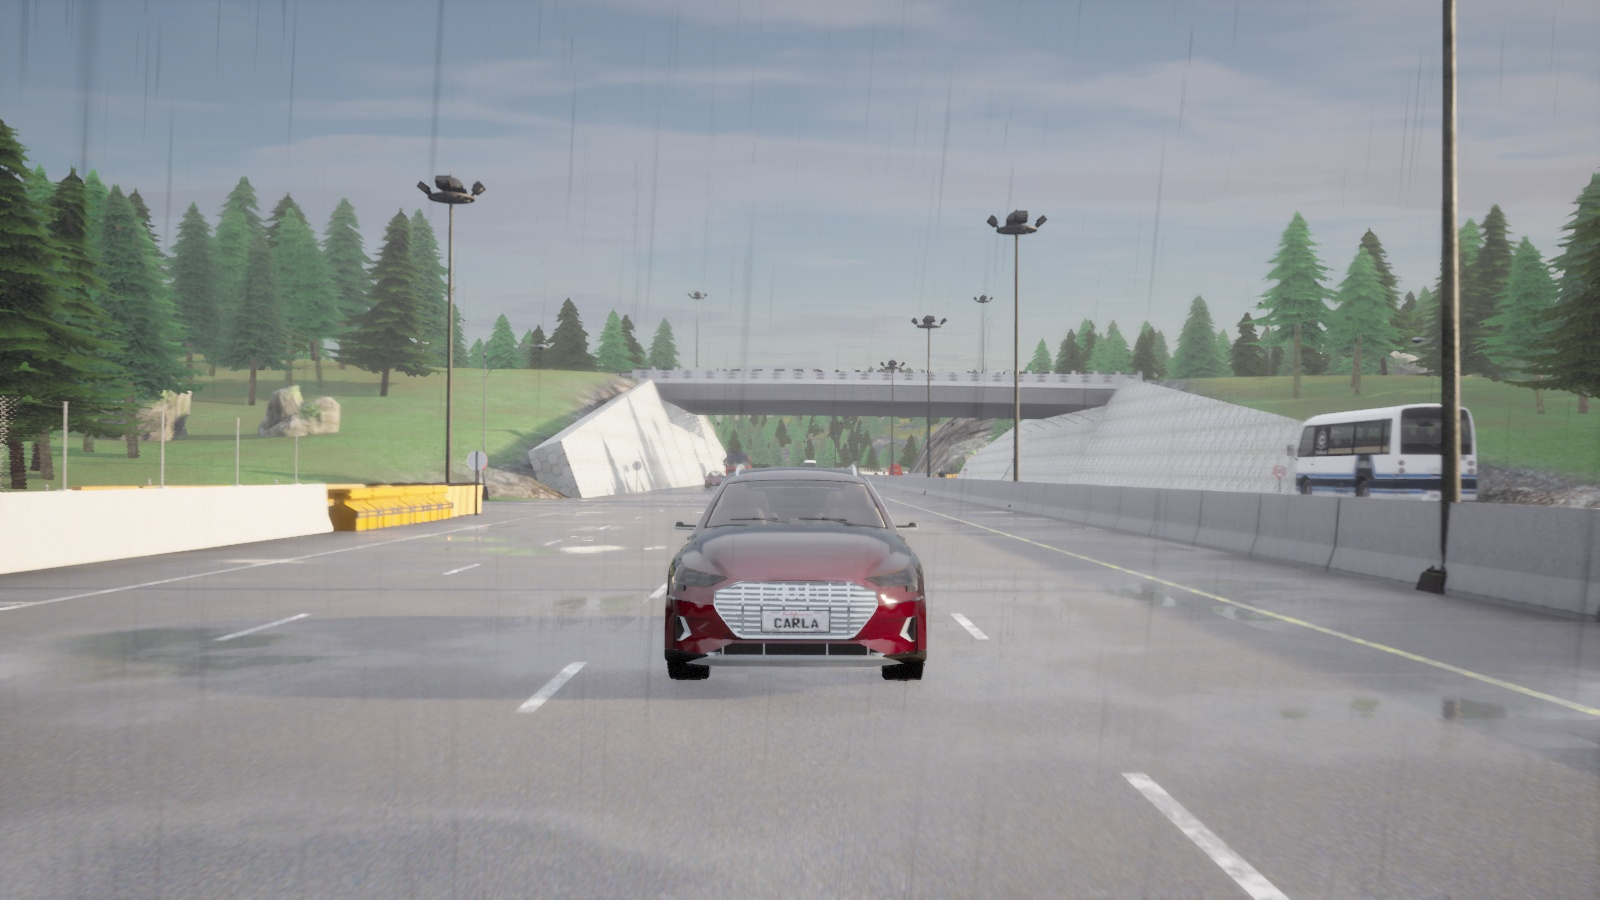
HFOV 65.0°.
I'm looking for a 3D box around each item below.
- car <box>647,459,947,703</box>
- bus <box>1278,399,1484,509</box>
[{"bbox_3d":[-0.027,0.928,10.967,2.033,1.649,4.856,0,-1,0],"label":"car"},{"bbox_3d":[24.364,0.238,53.580,3.944,4.253,10.273,0,-1,0],"label":"bus"}]
